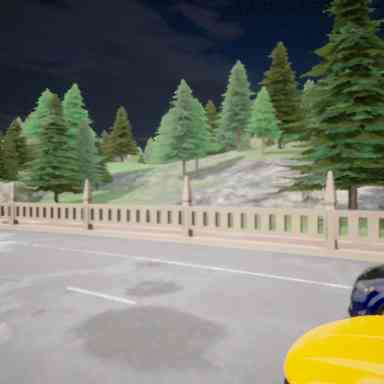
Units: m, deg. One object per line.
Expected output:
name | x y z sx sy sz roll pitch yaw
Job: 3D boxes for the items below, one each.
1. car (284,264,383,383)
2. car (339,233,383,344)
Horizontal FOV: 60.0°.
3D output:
car | 2.974 1.464 1.696 5.008 1.535 1.882 0 0 36
car | 4.596 1.538 4.812 4.181 1.385 1.994 0 0 36
